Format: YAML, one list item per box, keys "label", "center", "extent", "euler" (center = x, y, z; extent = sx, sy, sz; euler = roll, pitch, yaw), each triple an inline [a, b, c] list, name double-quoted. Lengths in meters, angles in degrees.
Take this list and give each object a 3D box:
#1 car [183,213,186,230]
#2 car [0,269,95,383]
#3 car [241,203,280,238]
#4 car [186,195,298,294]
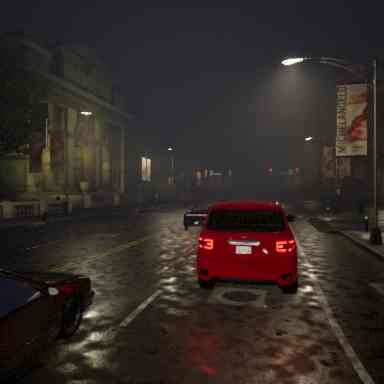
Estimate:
- label: "car"
  center: [0.821, 1.490, 20.578]
  extent: [2.128, 1.511, 4.902]
  euler: [0, 0, 14]
- label: "car"
  center: [-2.902, 1.548, 3.561]
  extent: [2.033, 1.411, 5.357]
  euler: [0, 0, 6]
- label: "car"
  center: [3.962, 1.478, 18.744]
  extent: [1.882, 1.535, 5.008]
  euler: [0, 0, 14]
- label: "car"
  center: [1.602, 1.221, 9.084]
  extent: [2.150, 2.045, 5.566]
  euler: [0, 0, 13]
